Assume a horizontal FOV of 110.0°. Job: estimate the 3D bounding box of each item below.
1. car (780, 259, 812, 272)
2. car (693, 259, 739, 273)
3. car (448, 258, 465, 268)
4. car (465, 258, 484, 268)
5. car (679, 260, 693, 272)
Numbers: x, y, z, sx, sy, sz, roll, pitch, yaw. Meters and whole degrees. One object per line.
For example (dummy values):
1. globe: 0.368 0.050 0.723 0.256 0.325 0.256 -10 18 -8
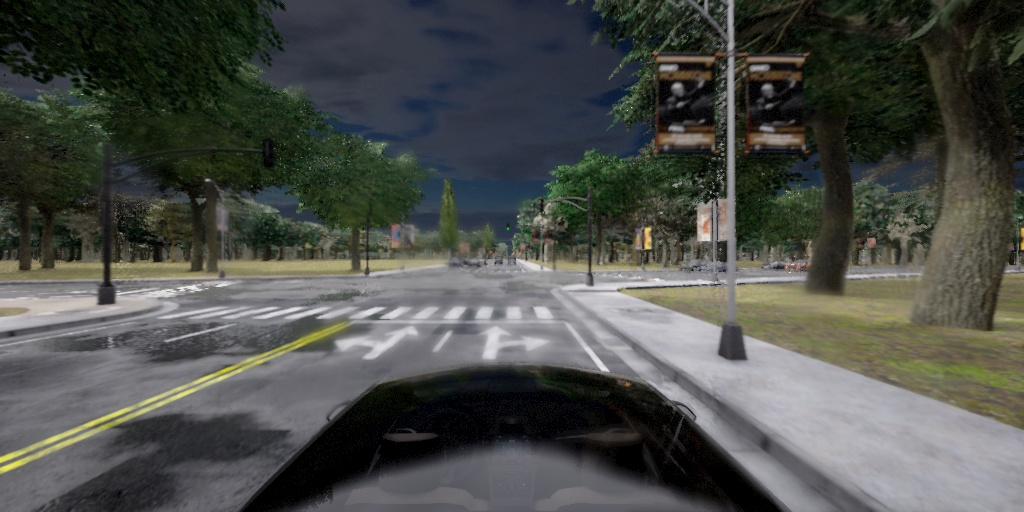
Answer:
1. car: 40.279 1.258 49.893 4.553 1.767 2.097 0 0 -22
2. car: 25.013 1.407 43.474 5.357 1.411 2.033 0 0 -23
3. car: -9.758 1.142 62.501 2.097 1.767 4.553 0 0 0
4. car: -6.510 1.267 62.473 1.882 1.535 5.008 0 0 1
5. car: 23.916 1.229 46.535 4.553 1.767 2.097 0 0 -23
